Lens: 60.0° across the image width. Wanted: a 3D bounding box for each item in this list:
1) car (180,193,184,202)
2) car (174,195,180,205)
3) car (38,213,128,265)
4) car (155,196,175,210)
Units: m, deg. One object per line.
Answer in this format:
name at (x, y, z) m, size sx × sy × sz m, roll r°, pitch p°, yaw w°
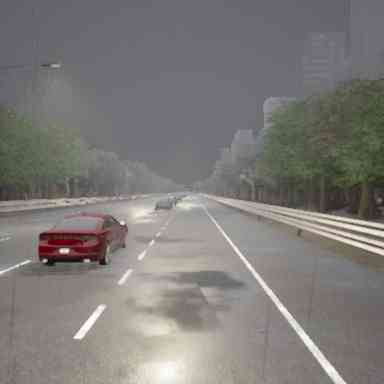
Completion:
car at (-3.630, 1.414, 82.361) m, size 2.097 × 1.767 × 4.553 m, roll 0°, pitch 0°, yaw 0°
car at (-3.591, 1.601, 58.728) m, size 1.994 × 1.385 × 4.181 m, roll 0°, pitch 0°, yaw 0°
car at (-3.509, 1.465, 11.609) m, size 1.882 × 1.535 × 5.008 m, roll 0°, pitch 0°, yaw 0°
car at (-3.561, 1.576, 42.728) m, size 1.994 × 1.385 × 4.181 m, roll 0°, pitch 0°, yaw 0°
